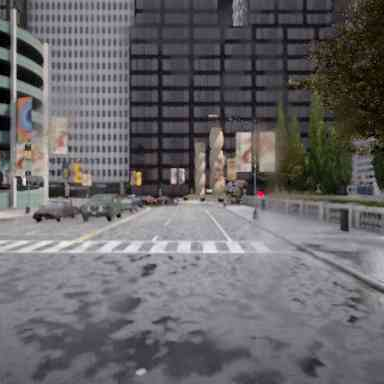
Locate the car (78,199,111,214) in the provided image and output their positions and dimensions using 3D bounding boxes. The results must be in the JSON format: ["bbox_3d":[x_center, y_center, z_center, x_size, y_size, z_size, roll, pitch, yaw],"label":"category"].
[{"bbox_3d":[-10.590,1.481,36.481,2.033,1.411,5.357,0,0,0],"label":"car"}]

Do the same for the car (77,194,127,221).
[{"bbox_3d":[-7.109,1.172,26.911,2.150,2.045,5.566,0,0,0],"label":"car"}]

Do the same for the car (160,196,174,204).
[{"bbox_3d":[-4.812,1.397,58.720,1.837,1.490,4.892,0,0,-29],"label":"car"}]

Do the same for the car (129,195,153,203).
[{"bbox_3d":[-10.391,1.398,67.280,2.033,1.411,5.357,0,0,-43],"label":"car"}]

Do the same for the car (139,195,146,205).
[{"bbox_3d":[-8.015,1.461,47.163,2.033,1.411,5.357,0,0,-10],"label":"car"}]

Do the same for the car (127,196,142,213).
[{"bbox_3d":[-7.102,1.459,36.547,1.812,1.442,4.674,0,0,0],"label":"car"}]

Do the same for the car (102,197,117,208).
[{"bbox_3d":[-11.460,1.420,46.500,1.837,1.490,4.892,0,0,-10],"label":"car"}]

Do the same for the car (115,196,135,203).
[{"bbox_3d":[-13.118,1.438,65.086,1.994,1.385,4.181,0,0,-43],"label":"car"}]

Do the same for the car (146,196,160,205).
[{"bbox_3d":[-7.547,1.498,56.405,1.895,1.301,4.718,0,0,-25],"label":"car"}]

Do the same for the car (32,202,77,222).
[{"bbox_3d":[-10.602,1.499,26.406,2.033,1.411,5.357,0,0,0],"label":"car"}]
